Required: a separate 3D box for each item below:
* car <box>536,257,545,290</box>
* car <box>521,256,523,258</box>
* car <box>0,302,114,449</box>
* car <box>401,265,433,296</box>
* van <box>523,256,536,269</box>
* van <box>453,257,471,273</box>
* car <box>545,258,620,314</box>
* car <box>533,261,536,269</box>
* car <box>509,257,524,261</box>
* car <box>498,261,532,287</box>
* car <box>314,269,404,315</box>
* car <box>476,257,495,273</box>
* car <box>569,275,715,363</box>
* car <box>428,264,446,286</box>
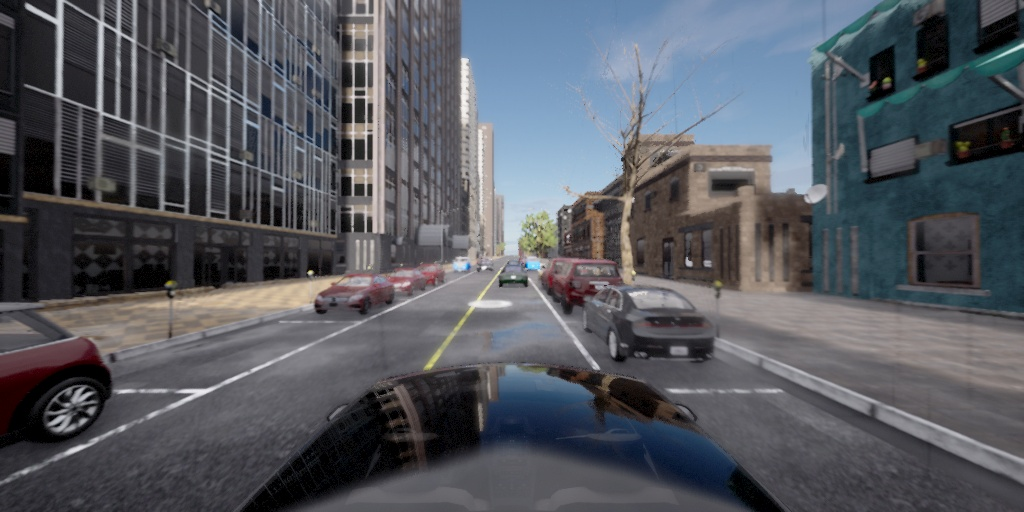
[{"bbox_3d":[2.685,1.037,19.067,2.192,1.841,5.009,0,0,0],"label":"car"},{"bbox_3d":[2.671,1.062,57.893,1.967,1.591,4.097,0,0,0],"label":"car"},{"bbox_3d":[-5.690,1.188,2.422,1.967,1.591,4.097,0,0,0],"label":"car"},{"bbox_3d":[-5.695,1.304,19.063,1.802,1.307,4.207,0,0,0],"label":"car"},{"bbox_3d":[2.675,0.996,46.800,1.690,1.789,3.998,0,0,0],"label":"van"},{"bbox_3d":[-5.703,1.010,41.250,1.690,1.789,3.998,0,0,0],"label":"van"},{"bbox_3d":[2.687,1.047,13.518,2.192,1.841,5.009,0,0,0],"label":"car"},{"bbox_3d":[2.683,1.236,24.784,1.751,1.417,4.829,0,0,0],"label":"car"},{"bbox_3d":[0.085,1.196,40.792,1.812,1.442,4.674,0,0,0],"label":"car"},{"bbox_3d":[0.095,1.276,24.485,1.994,1.385,4.181,0,0,0],"label":"car"},{"bbox_3d":[-5.694,1.314,13.515,1.802,1.307,4.207,0,0,0],"label":"car"},{"bbox_3d":[-3.102,1.158,42.287,2.128,1.511,4.902,0,0,0],"label":"car"},{"bbox_3d":[2.689,1.292,7.972,2.007,1.370,4.403,0,0,0],"label":"car"},{"bbox_3d":[-5.697,1.255,24.610,1.888,1.381,4.507,0,0,0],"label":"car"}]
